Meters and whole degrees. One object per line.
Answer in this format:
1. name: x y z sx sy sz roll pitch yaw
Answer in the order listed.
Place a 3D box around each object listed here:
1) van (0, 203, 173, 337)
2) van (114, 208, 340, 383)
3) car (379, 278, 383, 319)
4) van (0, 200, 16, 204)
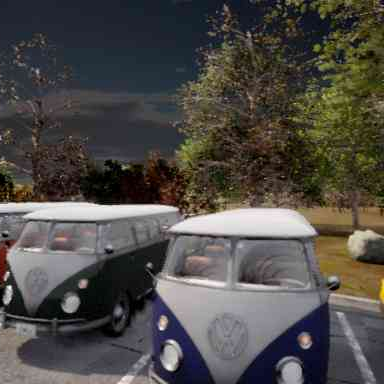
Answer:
1. van: -1.573 1.260 6.513 1.878 1.987 4.442 1 -1 16
2. van: 0.847 1.259 4.777 1.878 1.987 4.442 1 -1 16
3. car: 3.242 1.479 2.972 1.946 1.575 5.366 1 -1 16
4. van: -3.993 1.261 8.248 1.878 1.987 4.442 1 -1 16
